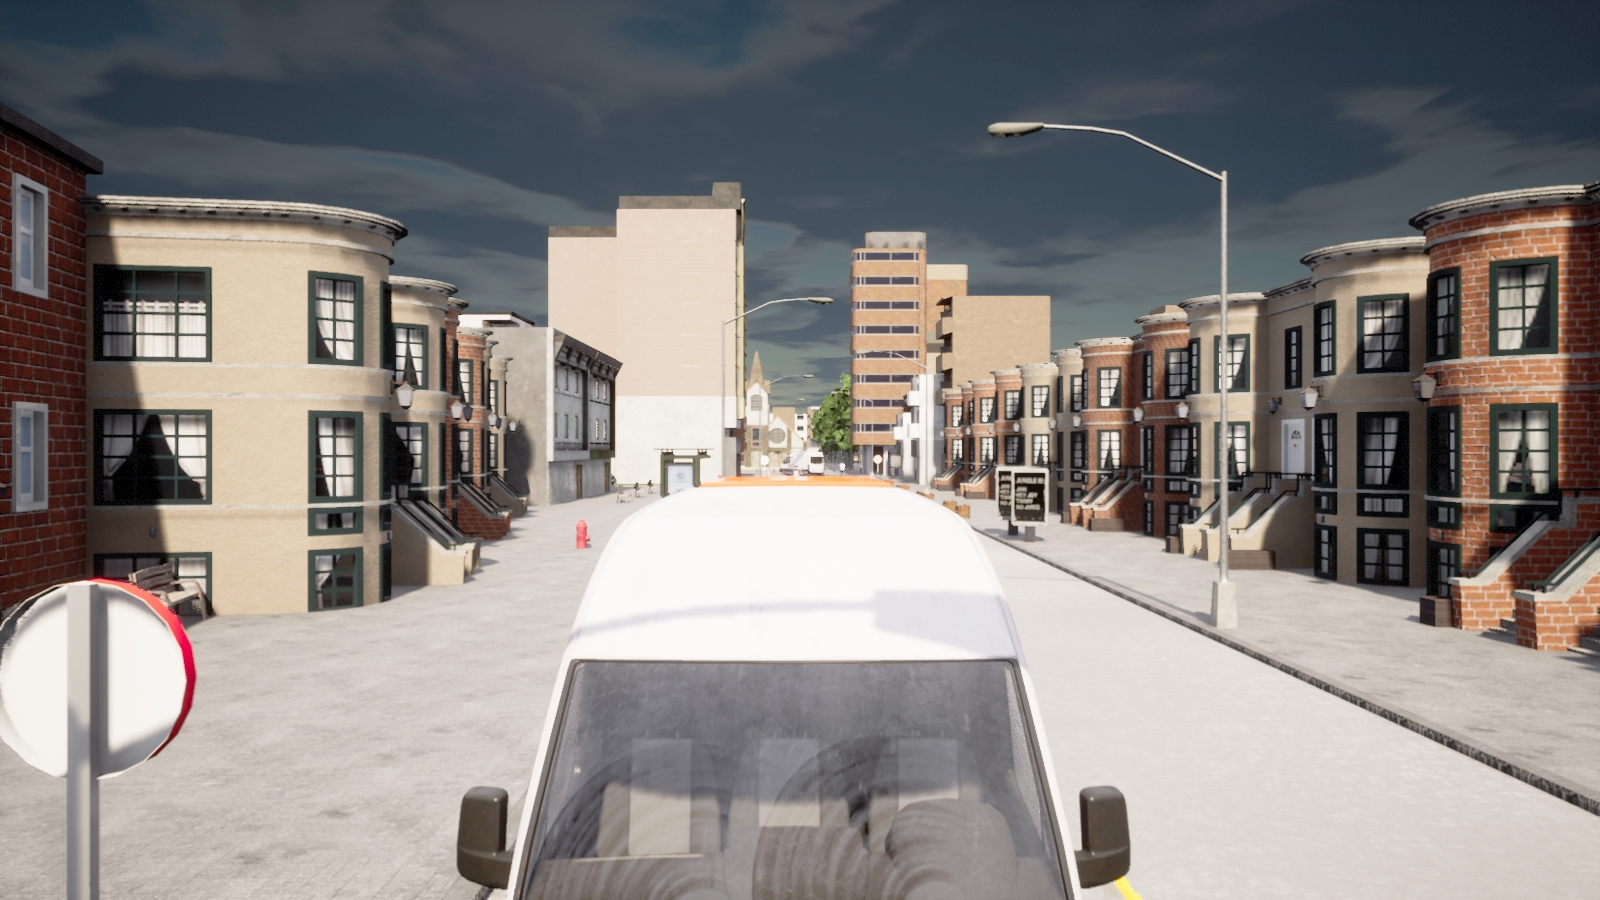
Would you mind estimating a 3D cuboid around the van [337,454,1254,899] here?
[{"bbox_3d":[-0.019,1.310,5.438,1.988,2.561,5.915,0,0,0],"label":"van"}]
